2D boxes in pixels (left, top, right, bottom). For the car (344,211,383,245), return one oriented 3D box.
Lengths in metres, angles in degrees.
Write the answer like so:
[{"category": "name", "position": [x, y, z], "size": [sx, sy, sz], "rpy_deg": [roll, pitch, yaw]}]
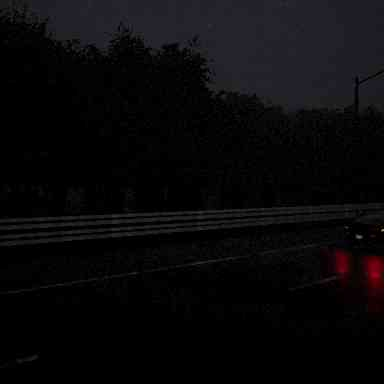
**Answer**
[{"category": "car", "position": [8.268, 1.531, 14.066], "size": [4.674, 1.442, 1.812], "rpy_deg": [0, 0, -35]}]
